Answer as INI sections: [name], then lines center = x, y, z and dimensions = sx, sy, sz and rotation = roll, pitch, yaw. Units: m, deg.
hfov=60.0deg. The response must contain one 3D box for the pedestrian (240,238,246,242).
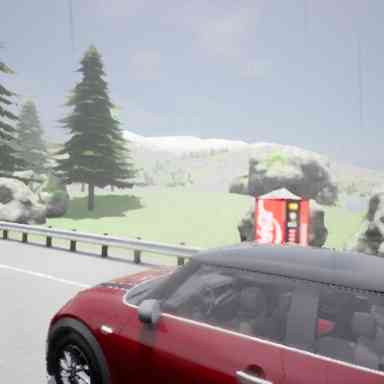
[pedestrian]
center = 1.309, 1.226, 8.195
dimensions = 0.375, 1.860, 0.375
rotation = 1, 1, 34

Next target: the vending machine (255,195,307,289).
[vending machine]
center = 2.207, 1.140, 8.202
dimensions = 0.880, 2.100, 1.100
rotation = 1, 1, 34

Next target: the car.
[car]
center = 0.552, 1.324, 3.382
dimensions = 4.553, 1.767, 2.097
rotation = 1, 1, 35
